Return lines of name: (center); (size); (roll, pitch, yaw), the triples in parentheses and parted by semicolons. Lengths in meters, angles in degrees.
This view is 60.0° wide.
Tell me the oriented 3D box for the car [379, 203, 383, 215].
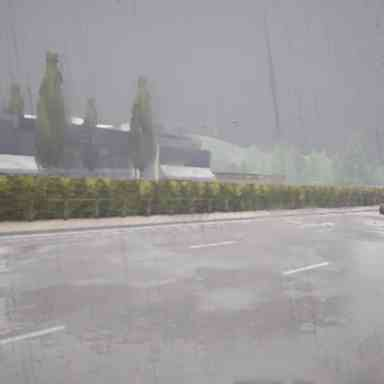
car: (16.476, 1.146, 26.081); (4.181, 1.385, 1.994); (0, 3, -38)
